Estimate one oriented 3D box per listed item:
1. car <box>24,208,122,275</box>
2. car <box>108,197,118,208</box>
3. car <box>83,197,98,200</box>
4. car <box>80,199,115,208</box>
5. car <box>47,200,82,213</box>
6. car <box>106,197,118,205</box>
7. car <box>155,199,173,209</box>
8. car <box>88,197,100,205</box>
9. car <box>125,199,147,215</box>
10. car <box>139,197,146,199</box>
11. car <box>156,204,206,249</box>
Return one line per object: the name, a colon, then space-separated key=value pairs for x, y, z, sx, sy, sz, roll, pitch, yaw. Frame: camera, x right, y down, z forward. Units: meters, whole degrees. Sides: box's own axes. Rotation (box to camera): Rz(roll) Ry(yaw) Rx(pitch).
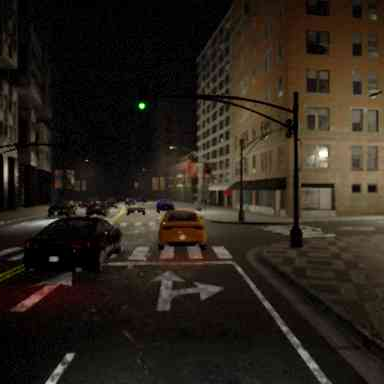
car: x=-3.515 y=1.513 z=10.688 sx=1.882 sy=1.535 sz=5.008 roll=0 pitch=0 yaw=-2
car: x=-11.615 y=1.713 z=47.735 sx=2.033 sy=1.411 sz=5.357 roll=0 pitch=0 yaw=-11
car: x=-15.044 y=1.527 z=48.239 sx=2.097 sy=1.767 sz=4.553 roll=0 pitch=0 yaw=-12
car: x=-8.911 y=1.653 z=31.901 sx=2.033 sy=1.411 sz=5.357 roll=0 pitch=0 yaw=-8
car: x=-12.124 y=1.600 z=31.358 sx=2.128 sy=1.511 sz=4.902 roll=0 pitch=0 yaw=-7
car: x=-15.682 y=1.763 z=64.938 sx=2.128 sy=1.511 sz=4.902 roll=0 pitch=0 yaw=-16
car: x=-3.287 y=1.599 z=39.399 sx=1.882 sy=1.535 sz=5.008 roll=0 pitch=0 yaw=-9
car: x=-18.810 y=1.705 z=64.052 sx=2.033 sy=1.411 sz=5.357 roll=0 pitch=0 yaw=-16
car: x=-6.001 y=1.716 z=35.894 sx=1.895 sy=1.301 sz=4.718 roll=0 pitch=0 yaw=-9
car: x=-10.851 y=1.781 z=71.694 sx=1.812 sy=1.442 sz=4.674 roll=0 pitch=0 yaw=-16
car: x=-0.497 y=1.522 z=14.828 sx=1.882 sy=1.535 sz=5.008 roll=0 pitch=0 yaw=-3
